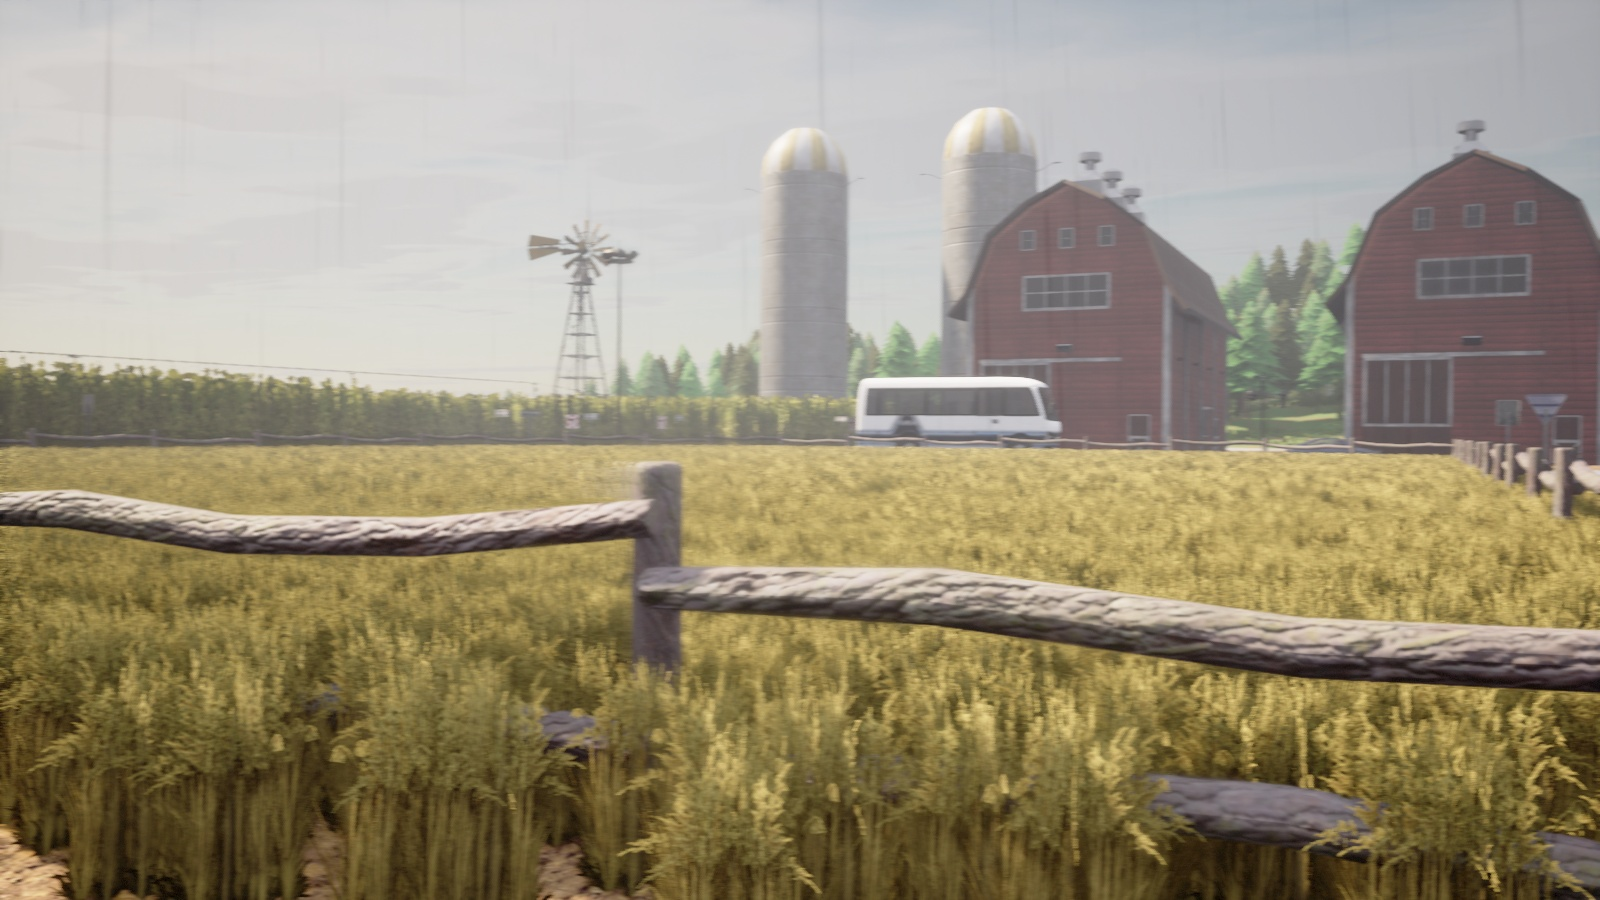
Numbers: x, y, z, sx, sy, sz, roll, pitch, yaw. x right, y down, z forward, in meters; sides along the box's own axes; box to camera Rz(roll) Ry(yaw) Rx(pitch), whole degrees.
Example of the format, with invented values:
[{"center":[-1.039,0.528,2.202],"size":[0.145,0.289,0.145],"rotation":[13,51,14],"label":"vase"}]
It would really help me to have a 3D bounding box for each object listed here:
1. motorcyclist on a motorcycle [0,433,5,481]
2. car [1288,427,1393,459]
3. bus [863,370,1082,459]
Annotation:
[{"center":[-27.897,0.253,41.815],"size":[0.766,1.649,2.350],"rotation":[0,1,27],"label":"motorcyclist on a motorcycle"},{"center":[24.296,-0.304,56.466],"size":[4.181,1.385,1.994],"rotation":[0,1,29],"label":"car"},{"center":[8.722,-1.696,63.526],"size":[10.273,4.253,3.944],"rotation":[0,1,22],"label":"bus"}]
